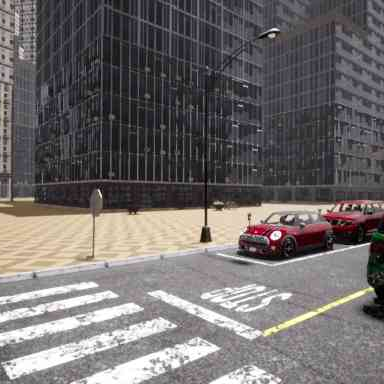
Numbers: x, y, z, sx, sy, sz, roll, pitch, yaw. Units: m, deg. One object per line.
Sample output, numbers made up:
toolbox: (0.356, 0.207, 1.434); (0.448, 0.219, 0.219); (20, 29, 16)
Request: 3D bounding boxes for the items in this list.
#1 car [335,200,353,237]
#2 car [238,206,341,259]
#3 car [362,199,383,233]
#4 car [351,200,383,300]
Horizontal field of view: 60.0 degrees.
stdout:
car: (8.010, 1.335, 16.278); (5.009, 1.841, 2.192); (0, 0, -39)
car: (3.636, 1.454, 12.708); (4.097, 1.590, 1.967); (0, 0, -39)
car: (12.385, 1.341, 19.849); (5.009, 1.841, 2.192); (0, 0, -39)
car: (5.873, 1.231, 7.198); (5.566, 2.045, 2.150); (0, 0, -39)
